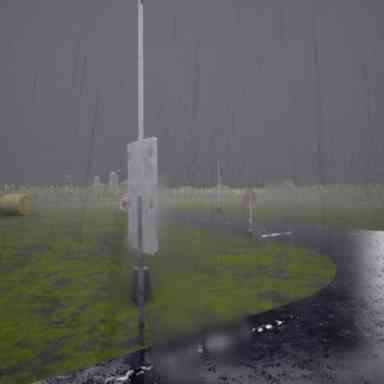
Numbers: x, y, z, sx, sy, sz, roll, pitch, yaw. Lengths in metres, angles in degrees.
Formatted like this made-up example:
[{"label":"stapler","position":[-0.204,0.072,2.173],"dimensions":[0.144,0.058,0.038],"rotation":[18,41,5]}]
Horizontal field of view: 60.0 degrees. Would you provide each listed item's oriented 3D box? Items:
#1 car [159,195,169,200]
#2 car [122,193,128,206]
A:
[{"label":"car","position":[-8.135,1.500,93.926],"dimensions":[1.812,1.442,4.674],"rotation":[-1,0,0]},{"label":"car","position":[-10.467,1.229,55.280],"dimensions":[2.150,2.045,5.566],"rotation":[-1,0,-12]}]
